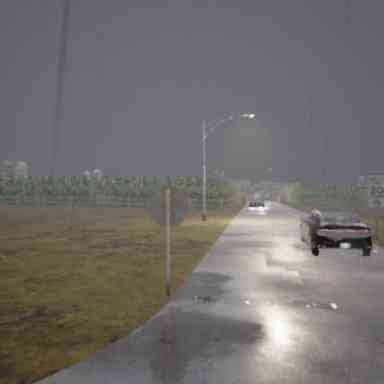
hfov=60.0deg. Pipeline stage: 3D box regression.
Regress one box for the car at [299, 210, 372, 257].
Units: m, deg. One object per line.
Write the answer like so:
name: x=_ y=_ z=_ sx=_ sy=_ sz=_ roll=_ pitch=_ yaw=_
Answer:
car: x=5.269 y=1.410 z=12.647 sx=2.128 sy=1.511 sz=4.902 roll=0 pitch=0 yaw=12

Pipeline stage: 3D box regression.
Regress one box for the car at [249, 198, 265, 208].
car: x=9.011 y=1.457 z=46.187 sx=1.994 sy=1.385 sz=4.181 roll=0 pitch=0 yaw=11
